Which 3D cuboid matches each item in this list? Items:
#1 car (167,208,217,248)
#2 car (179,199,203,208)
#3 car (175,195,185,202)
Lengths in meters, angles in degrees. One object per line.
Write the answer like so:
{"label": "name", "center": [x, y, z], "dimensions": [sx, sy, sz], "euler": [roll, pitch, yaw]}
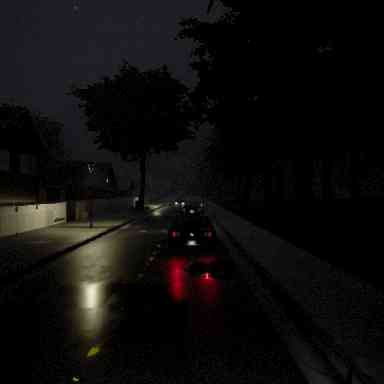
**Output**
{"label": "car", "center": [0.000, 1.621, 14.697], "dimensions": [1.895, 1.301, 4.718], "euler": [0, 0, 0]}
{"label": "car", "center": [0.000, 1.595, 29.670], "dimensions": [1.994, 1.385, 4.181], "euler": [0, 0, 0]}
{"label": "car", "center": [-2.750, 1.563, 75.950], "dimensions": [1.837, 1.490, 4.892], "euler": [0, 0, 0]}
